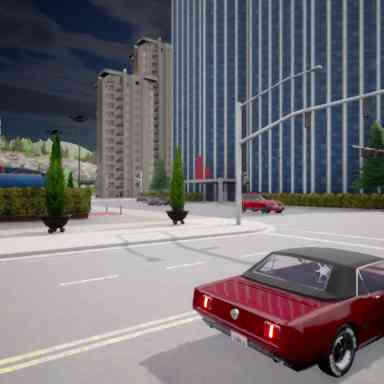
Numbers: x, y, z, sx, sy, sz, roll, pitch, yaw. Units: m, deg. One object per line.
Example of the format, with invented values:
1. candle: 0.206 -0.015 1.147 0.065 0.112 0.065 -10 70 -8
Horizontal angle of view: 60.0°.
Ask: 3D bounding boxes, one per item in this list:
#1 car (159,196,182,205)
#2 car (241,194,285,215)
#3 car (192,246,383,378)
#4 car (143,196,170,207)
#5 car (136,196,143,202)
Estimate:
1. car: -4.049 1.490 62.305 2.128 1.511 4.902 0 0 -36
2. car: 7.031 1.220 34.839 2.150 2.045 5.566 0 0 -36
3. car: 2.422 1.601 5.540 4.718 1.301 1.895 0 0 -35
4. car: -5.085 1.546 51.510 2.033 1.411 5.357 0 0 -36
5. car: -10.225 1.510 70.692 2.128 1.511 4.902 0 0 -36
